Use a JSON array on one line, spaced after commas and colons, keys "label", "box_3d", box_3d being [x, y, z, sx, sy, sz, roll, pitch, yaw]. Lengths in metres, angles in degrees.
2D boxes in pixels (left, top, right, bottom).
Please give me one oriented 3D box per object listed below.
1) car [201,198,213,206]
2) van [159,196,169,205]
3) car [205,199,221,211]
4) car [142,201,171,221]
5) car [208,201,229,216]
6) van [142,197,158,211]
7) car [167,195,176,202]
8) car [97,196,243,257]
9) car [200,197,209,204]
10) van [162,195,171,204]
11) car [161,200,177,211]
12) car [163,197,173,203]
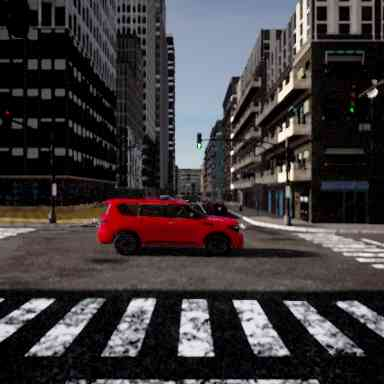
[{"label": "car", "box_3d": [2.746, 1.818, 62.035, 2.008, 1.369, 4.403, 0, 0, 0]}, {"label": "van", "box_3d": [-5.630, 1.634, 67.697, 1.690, 1.788, 3.998, 0, 0, 0]}, {"label": "car", "box_3d": [2.730, 1.736, 45.072, 1.887, 1.381, 4.507, 0, 0, 0]}, {"label": "car", "box_3d": [-3.069, 1.616, 29.810, 2.128, 1.511, 4.902, 0, 0, 0]}, {"label": "car", "box_3d": [2.721, 1.714, 35.105, 1.947, 1.339, 4.313, 0, 0, 0]}, {"label": "van", "box_3d": [-5.651, 1.533, 45.080, 1.690, 1.788, 3.998, 0, 0, 0]}, {"label": "car", "box_3d": [-5.608, 1.711, 90.315, 2.192, 1.841, 5.009, 0, 0, 0]}, {"label": "car", "box_3d": [-0.818, 1.318, 13.021, 5.566, 2.045, 2.150, 1, 0, -1]}, {"label": "car", "box_3d": [2.757, 1.863, 73.343, 1.887, 1.381, 4.507, 0, 0, 0]}, {"label": "van", "box_3d": [-5.624, 1.659, 73.352, 1.690, 1.788, 3.998, 0, 0, 0]}, {"label": "car", "box_3d": [-3.045, 1.794, 45.318, 1.895, 1.301, 4.718, 0, 0, 0]}, {"label": "car", "box_3d": [-5.618, 1.895, 79.005, 2.008, 1.369, 4.403, 0, 0, 0]}]
